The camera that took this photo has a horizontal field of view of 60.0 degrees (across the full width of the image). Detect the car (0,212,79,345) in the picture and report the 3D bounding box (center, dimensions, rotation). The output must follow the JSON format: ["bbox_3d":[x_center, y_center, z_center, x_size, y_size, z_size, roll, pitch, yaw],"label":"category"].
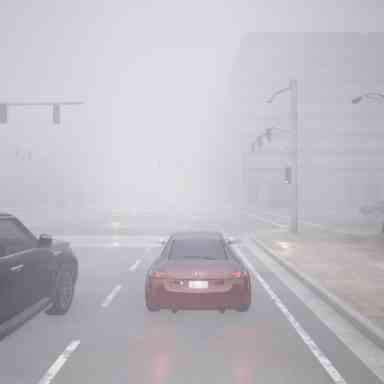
[{"bbox_3d":[-3.397,1.221,4.398,2.150,2.045,5.566,0,0,1],"label":"car"}]

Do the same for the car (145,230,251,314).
[{"bbox_3d":[0.113,1.564,7.723,1.994,1.385,4.181,0,0,0],"label":"car"}]

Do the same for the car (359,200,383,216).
[{"bbox_3d":[18.712,1.504,32.057,4.892,1.490,1.837,0,0,0],"label":"car"}]
